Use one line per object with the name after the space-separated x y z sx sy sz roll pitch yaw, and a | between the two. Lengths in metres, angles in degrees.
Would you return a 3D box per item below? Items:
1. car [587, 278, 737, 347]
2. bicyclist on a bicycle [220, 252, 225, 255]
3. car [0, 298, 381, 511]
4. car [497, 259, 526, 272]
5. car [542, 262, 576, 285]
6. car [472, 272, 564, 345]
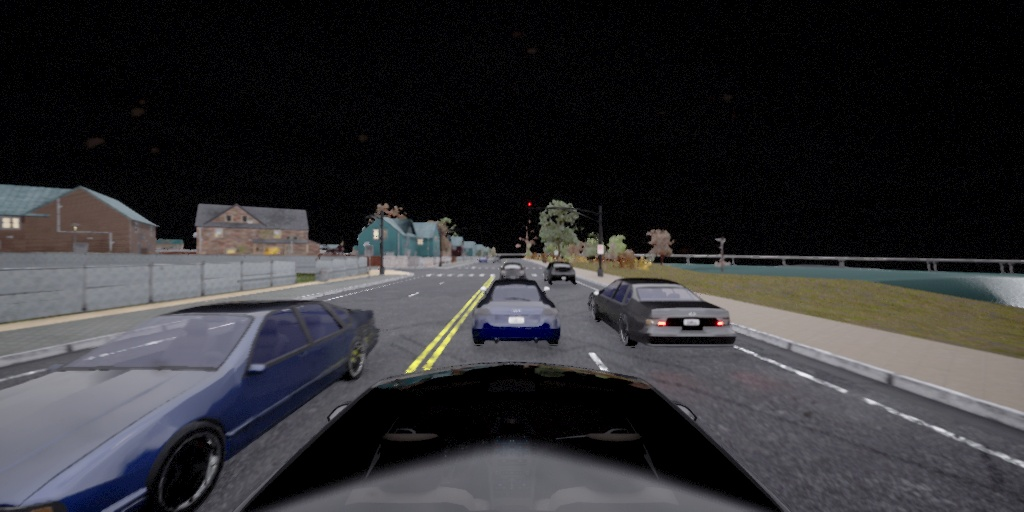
3.330 1.267 9.148 2.033 1.411 5.357 0 0 0 | car
-29.711 0.406 36.801 0.582 1.620 1.656 1 0 -36 | bicyclist on a bicycle
-3.358 1.286 4.411 2.033 1.411 5.357 0 0 0 | car
0.034 1.181 25.746 1.812 1.442 4.674 0 0 0 | car
3.285 1.162 25.240 1.837 1.490 4.892 0 0 0 | car
0.081 1.282 9.394 1.994 1.385 4.181 0 0 0 | car
